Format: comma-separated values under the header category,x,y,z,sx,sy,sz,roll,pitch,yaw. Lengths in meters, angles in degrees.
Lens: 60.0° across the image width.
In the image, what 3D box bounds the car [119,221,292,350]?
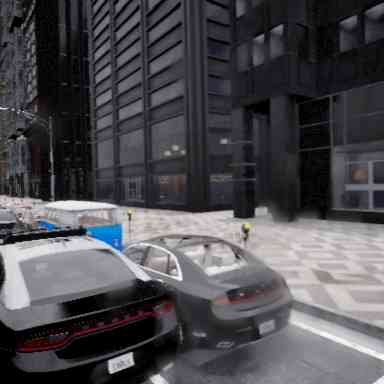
category,x,y,z,sx,sy,sz,roll,pitch,yaw
car,-0.344,1.427,5.889,2.008,1.369,4.403,-2,2,-35

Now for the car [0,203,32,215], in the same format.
category,x,y,z,sx,sy,sz,roll,pitch,yaw
car,-7.943,1.428,13.225,1.837,1.490,4.892,-2,1,-35

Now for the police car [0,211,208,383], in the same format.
category,x,y,z,sx,sy,sz,roll,pitch,yaw
police car,-2.234,1.367,5.116,1.930,1.638,5.238,-2,2,-37

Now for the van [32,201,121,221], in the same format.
category,x,y,z,sx,sy,sz,roll,pitch,yaw
van,-3.624,1.208,10.472,1.690,1.788,3.998,-2,2,-35

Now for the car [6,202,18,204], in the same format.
category,x,y,z,sx,sy,sz,roll,pitch,yaw
car,-10.166,1.433,19.653,1.802,1.307,4.206,-2,2,-35

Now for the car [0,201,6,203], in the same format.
category,x,y,z,sx,sy,sz,roll,pitch,yaw
car,-11.377,1.438,18.145,1.812,1.442,4.674,-2,1,-35

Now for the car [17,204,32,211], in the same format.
category,x,y,z,sx,sy,sz,roll,pitch,yaw
car,-6.893,1.409,15.064,2.008,1.369,4.403,-2,2,-35
